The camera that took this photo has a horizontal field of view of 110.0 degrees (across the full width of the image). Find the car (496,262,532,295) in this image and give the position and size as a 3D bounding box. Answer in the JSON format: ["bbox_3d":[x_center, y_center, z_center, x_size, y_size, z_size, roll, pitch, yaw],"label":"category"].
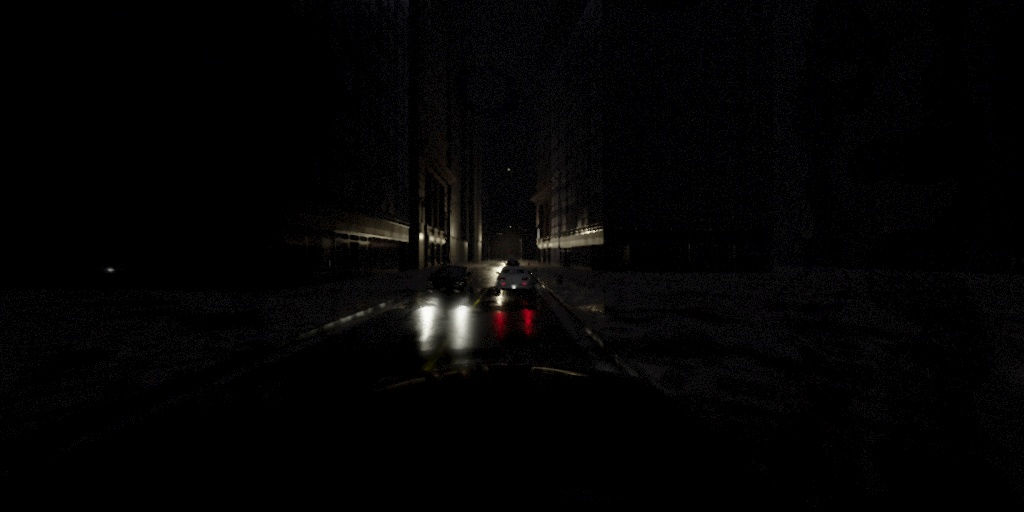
[{"bbox_3d":[0.095,1.271,19.770,1.812,1.442,4.674,0,0,0],"label":"car"}]

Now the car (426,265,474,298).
[{"bbox_3d":[-3.100,1.223,18.720,1.882,1.535,5.008,0,0,0],"label":"car"}]

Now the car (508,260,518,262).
[{"bbox_3d":[0.092,1.242,43.544,1.812,1.442,4.674,0,0,0],"label":"car"}]
